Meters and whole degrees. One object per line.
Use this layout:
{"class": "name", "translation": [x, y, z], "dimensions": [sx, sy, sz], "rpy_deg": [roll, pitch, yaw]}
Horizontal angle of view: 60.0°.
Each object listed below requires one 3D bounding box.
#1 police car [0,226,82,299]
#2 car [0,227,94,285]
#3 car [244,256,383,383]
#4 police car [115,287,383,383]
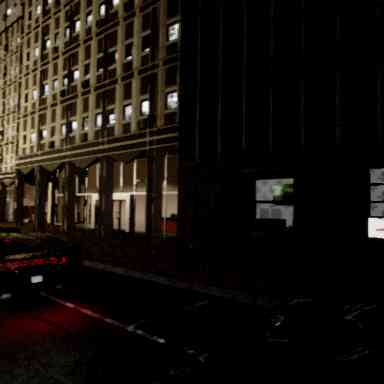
{"class": "police car", "translation": [-5.385, 1.765, 9.047], "dimensions": [5.238, 1.638, 1.930], "rpy_deg": [-1, -4, 41]}
{"class": "car", "translation": [-5.496, 2.018, 11.488], "dimensions": [4.313, 1.339, 1.947], "rpy_deg": [-1, -3, 41]}
{"class": "car", "translation": [3.080, 1.818, 4.138], "dimensions": [4.403, 1.369, 2.008], "rpy_deg": [-1, -3, 41]}
{"class": "police car", "translation": [1.876, 1.567, 1.966], "dimensions": [5.238, 1.638, 1.930], "rpy_deg": [0, -3, 23]}
